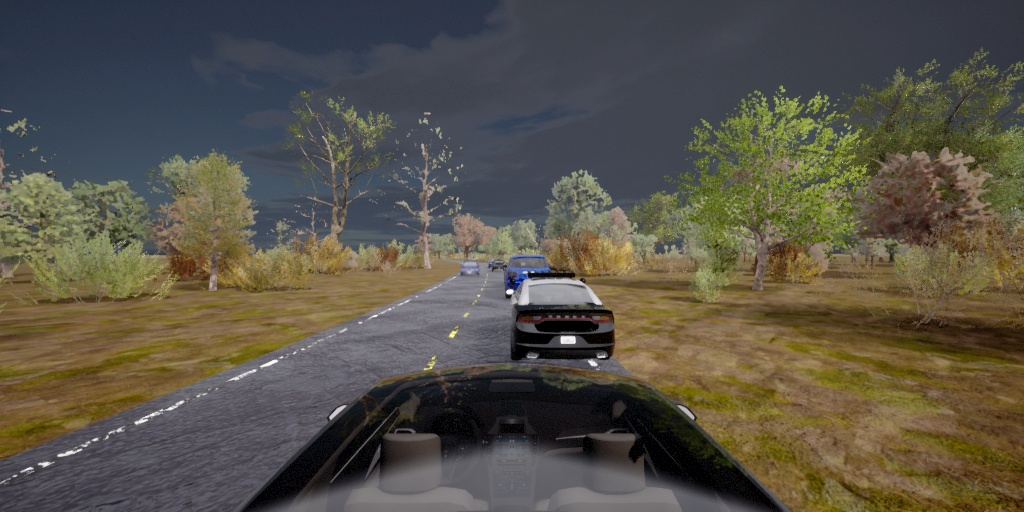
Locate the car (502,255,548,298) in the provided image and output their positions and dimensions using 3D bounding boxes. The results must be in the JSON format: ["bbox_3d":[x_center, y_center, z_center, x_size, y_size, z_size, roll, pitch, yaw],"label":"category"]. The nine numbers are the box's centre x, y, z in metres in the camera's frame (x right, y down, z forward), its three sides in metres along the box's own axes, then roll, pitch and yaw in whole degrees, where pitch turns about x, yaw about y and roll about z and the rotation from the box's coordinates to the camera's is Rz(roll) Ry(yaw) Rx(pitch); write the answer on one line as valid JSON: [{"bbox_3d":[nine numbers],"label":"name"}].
[{"bbox_3d":[0.716,0.972,18.431,2.150,2.045,5.566,0,0,-2],"label":"car"}]

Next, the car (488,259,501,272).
[{"bbox_3d":[-1.787,1.254,46.959,1.837,1.490,4.892,0,0,-5],"label":"car"}]

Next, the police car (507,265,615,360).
[{"bbox_3d":[0.899,1.174,8.463,1.930,1.638,5.238,0,0,0],"label":"police car"}]

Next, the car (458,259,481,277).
[{"bbox_3d":[-4.111,1.274,35.602,1.812,1.442,4.674,0,0,-4],"label":"car"}]
